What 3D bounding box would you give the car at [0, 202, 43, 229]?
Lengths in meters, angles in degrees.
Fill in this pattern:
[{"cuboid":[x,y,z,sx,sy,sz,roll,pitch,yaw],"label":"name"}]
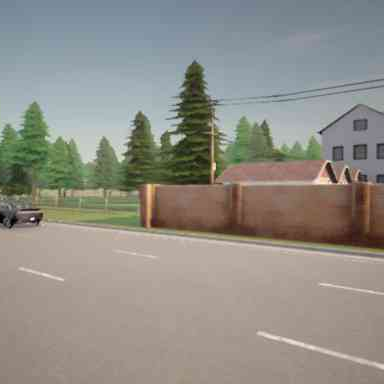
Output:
[{"cuboid":[-11.175,1.344,20.566,4.902,1.511,2.128,1,0,36],"label":"car"}]
